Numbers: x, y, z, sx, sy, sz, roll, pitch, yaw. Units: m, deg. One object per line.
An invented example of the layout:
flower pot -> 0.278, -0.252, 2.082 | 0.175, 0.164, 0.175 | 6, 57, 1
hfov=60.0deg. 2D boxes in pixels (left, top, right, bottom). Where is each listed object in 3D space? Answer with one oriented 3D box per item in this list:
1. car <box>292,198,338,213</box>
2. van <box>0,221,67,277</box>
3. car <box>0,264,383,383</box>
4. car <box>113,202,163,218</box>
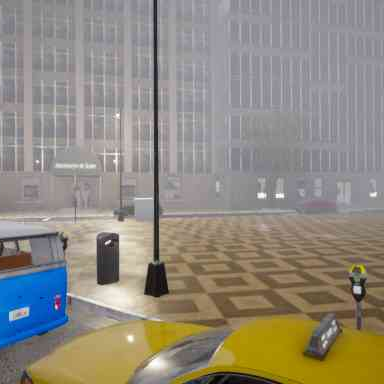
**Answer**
car -> 11.696, 1.268, 31.718 | 4.181, 1.385, 1.994 | 0, 0, -14
van -> -3.745, 1.343, 5.387 | 3.998, 1.788, 1.690 | 0, 0, 35
car -> 0.627, 1.525, 2.279 | 4.829, 1.417, 1.752 | 0, 0, 35
car -> -4.477, 1.390, 27.692 | 4.181, 1.385, 1.994 | 0, 0, -14
